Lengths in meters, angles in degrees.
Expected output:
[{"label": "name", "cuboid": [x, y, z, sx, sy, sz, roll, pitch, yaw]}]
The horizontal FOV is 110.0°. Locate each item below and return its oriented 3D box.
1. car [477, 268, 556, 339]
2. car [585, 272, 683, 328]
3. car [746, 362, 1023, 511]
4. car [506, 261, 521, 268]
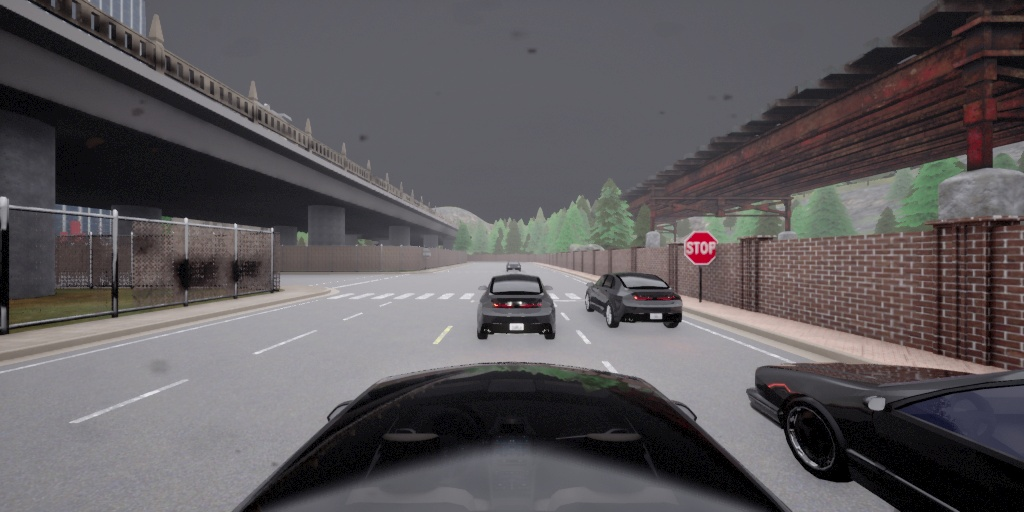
[{"label": "car", "cuboid": [0.102, 1.255, 10.009, 1.837, 1.490, 4.892, 0, 0, 0]}, {"label": "car", "cuboid": [3.604, 1.255, 11.366, 1.837, 1.490, 4.892, 0, 0, 0]}, {"label": "car", "cuboid": [3.600, 1.297, 1.620, 2.033, 1.411, 5.357, 0, 0, 0]}, {"label": "car", "cuboid": [0.203, 1.351, 46.293, 1.895, 1.301, 4.718, 0, 0, -1]}]
